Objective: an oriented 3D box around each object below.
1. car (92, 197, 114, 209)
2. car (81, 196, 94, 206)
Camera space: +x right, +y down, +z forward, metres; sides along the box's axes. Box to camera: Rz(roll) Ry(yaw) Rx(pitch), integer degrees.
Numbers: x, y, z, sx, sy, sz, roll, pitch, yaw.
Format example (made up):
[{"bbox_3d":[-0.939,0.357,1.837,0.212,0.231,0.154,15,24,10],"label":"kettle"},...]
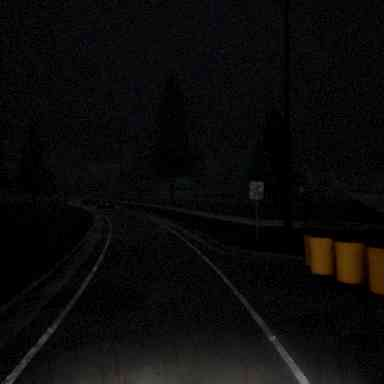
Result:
[{"bbox_3d":[-12.105,1.645,45.888,1.994,1.385,4.181,0,0,-24],"label":"car"},{"bbox_3d":[-18.130,1.469,58.479,2.097,1.767,4.553,0,0,-26],"label":"car"}]
